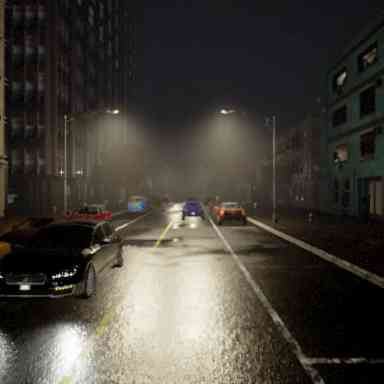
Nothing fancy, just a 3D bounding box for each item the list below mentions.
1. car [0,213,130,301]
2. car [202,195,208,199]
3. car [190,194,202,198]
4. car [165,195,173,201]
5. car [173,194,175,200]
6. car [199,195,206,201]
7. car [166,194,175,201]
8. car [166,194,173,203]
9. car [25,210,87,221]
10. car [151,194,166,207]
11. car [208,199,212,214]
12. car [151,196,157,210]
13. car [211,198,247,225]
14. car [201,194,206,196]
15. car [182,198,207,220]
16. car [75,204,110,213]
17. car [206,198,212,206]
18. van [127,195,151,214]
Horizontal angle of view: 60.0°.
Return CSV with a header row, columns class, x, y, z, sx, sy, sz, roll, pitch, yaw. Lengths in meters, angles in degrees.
class,x,y,z,sx,sy,sz,roll,pitch,yaw
car,-3.020,1.505,8.475,1.837,1.490,4.892,0,-1,0
car,2.676,1.568,51.457,1.947,1.339,4.313,0,0,0
car,0.086,1.477,45.950,1.882,1.535,5.008,0,0,0
car,-5.715,1.550,84.508,1.752,1.417,4.829,0,0,0
car,-5.714,1.602,79.141,1.802,1.307,4.206,0,0,0
car,2.665,1.551,84.849,1.752,1.417,4.829,0,0,0
car,-5.716,1.345,90.215,2.192,1.841,5.009,0,0,0
car,-5.710,1.327,68.067,2.192,1.841,5.009,0,0,0
car,-5.692,1.579,12.696,1.802,1.307,4.206,0,0,0
car,-5.704,1.317,51.456,2.192,1.841,5.009,0,0,0
car,2.683,1.578,29.308,1.802,1.307,4.206,0,0,0
car,-5.701,1.543,40.382,1.887,1.381,4.507,0,0,0
car,2.686,1.437,23.771,1.967,1.590,4.097,0,0,0
car,2.668,1.335,79.142,2.192,1.841,5.009,0,0,0
car,0.093,1.522,28.272,1.812,1.442,4.674,0,0,0
car,-5.694,1.437,18.234,1.967,1.590,4.097,0,0,0
car,2.682,1.542,34.846,1.887,1.381,4.507,0,0,0
van,-5.699,1.338,34.844,1.690,1.788,3.998,0,0,0
